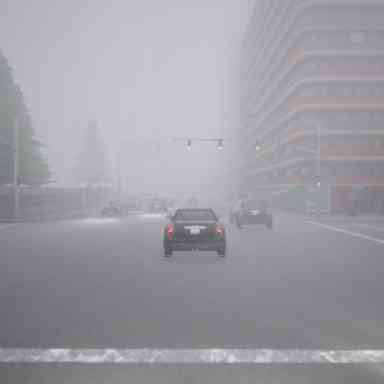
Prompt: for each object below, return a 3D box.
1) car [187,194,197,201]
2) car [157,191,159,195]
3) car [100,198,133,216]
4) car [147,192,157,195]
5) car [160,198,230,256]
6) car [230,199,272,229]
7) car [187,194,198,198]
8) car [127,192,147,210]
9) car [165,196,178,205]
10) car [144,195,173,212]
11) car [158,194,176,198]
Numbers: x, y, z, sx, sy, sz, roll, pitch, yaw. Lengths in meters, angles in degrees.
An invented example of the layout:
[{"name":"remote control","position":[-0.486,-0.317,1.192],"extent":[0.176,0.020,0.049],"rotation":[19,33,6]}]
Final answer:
[{"name":"car","position":[-0.013,1.246,74.327],"extent":[2.128,1.511,4.902],"rotation":[0,0,0]},{"name":"car","position":[-7.010,0.996,60.072],"extent":[2.150,2.045,5.566],"rotation":[0,0,0]},{"name":"car","position":[-7.105,1.484,31.119],"extent":[1.895,1.301,4.718],"rotation":[0,0,0]},{"name":"car","position":[-7.056,1.036,49.427],"extent":[2.150,2.045,5.566],"rotation":[0,0,1]},{"name":"car","position":[0.095,1.291,12.939],"extent":[2.097,1.767,4.553],"rotation":[0,0,0]},{"name":"car","position":[3.592,1.236,21.081],"extent":[2.097,1.767,4.553],"rotation":[0,0,0]},{"name":"car","position":[0.090,1.304,59.067],"extent":[1.812,1.442,4.674],"rotation":[0,0,0]},{"name":"car","position":[-7.095,1.202,40.013],"extent":[2.097,1.767,4.553],"rotation":[0,0,0]},{"name":"car","position":[-3.510,1.388,56.607],"extent":[1.895,1.301,4.718],"rotation":[0,0,0]},{"name":"car","position":[-3.602,1.354,36.588],"extent":[2.128,1.511,4.902],"rotation":[0,0,0]},{"name":"car","position":[-3.578,1.389,46.476],"extent":[1.994,1.385,4.181],"rotation":[0,0,0]}]
